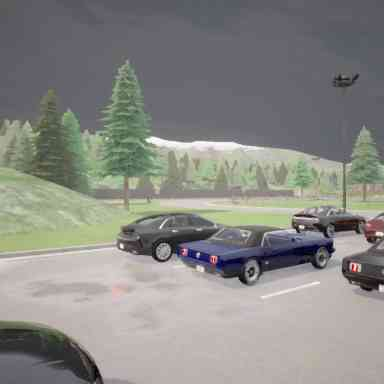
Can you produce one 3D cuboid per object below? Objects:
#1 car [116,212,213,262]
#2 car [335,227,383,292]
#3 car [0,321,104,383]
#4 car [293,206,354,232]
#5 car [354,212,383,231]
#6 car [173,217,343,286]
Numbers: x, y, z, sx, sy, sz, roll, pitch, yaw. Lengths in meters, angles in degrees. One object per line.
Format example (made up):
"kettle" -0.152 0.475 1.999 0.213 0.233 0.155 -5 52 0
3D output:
"car" -0.290 1.505 12.129 4.892 1.490 1.837 0 0 -35
"car" 5.596 1.601 7.726 4.718 1.301 1.895 0 0 -35
"car" -2.899 1.491 1.677 4.902 1.511 2.128 0 0 -35
"car" 7.299 1.491 17.530 4.902 1.511 2.128 0 0 -35
"car" 9.442 1.526 14.759 4.674 1.442 1.812 0 0 -35
"car" 2.022 1.601 9.478 4.718 1.301 1.895 0 0 -35
